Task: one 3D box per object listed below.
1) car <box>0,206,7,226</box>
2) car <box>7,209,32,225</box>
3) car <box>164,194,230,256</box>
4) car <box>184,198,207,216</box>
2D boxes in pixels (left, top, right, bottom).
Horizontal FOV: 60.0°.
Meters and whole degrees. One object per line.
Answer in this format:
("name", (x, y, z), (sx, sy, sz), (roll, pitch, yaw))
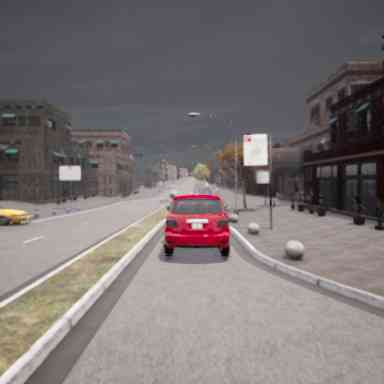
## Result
("car", (-13.215, 1.367, 18.267), (4.674, 1.452, 2.002), (0, 0, 0))
("car", (-13.040, 1.312, 21.025), (5.366, 1.575, 1.946), (0, 0, 0))
("car", (0.173, 1.088, 12.633), (2.150, 2.045, 5.566), (0, 1, 0))
("car", (0.323, 1.366, 31.232), (2.033, 1.411, 5.357), (0, 0, 1))
